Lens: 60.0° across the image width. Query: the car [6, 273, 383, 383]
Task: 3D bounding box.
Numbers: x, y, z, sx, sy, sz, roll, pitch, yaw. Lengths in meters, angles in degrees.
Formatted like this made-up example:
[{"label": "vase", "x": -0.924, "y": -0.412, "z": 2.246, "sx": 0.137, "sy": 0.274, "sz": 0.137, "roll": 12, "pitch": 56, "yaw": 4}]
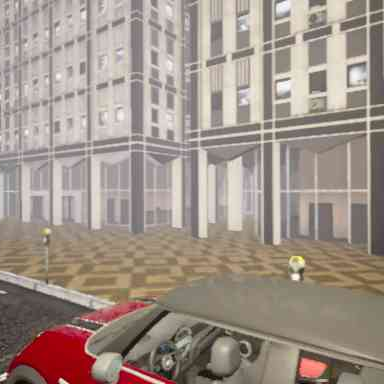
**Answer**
[{"label": "car", "x": 0.242, "y": 1.442, "z": 2.711, "sx": 4.097, "sy": 1.590, "sz": 1.967, "roll": 0, "pitch": 0, "yaw": 36}]
